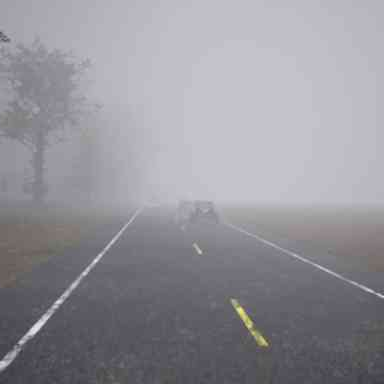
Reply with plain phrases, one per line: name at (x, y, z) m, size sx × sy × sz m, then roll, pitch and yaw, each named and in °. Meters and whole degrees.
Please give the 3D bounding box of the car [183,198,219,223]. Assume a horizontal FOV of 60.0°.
car at (0.730, 1.362, 25.855) m, size 2.097 × 1.767 × 4.553 m, roll 2°, pitch 0°, yaw -6°

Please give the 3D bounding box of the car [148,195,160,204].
car at (-6.687, 1.298, 59.278) m, size 1.837 × 1.490 × 4.892 m, roll 2°, pitch 0°, yaw -7°

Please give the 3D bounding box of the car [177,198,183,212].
car at (-0.709, 1.457, 38.668) m, size 2.128 × 1.511 × 4.902 m, roll 2°, pitch 0°, yaw -6°
